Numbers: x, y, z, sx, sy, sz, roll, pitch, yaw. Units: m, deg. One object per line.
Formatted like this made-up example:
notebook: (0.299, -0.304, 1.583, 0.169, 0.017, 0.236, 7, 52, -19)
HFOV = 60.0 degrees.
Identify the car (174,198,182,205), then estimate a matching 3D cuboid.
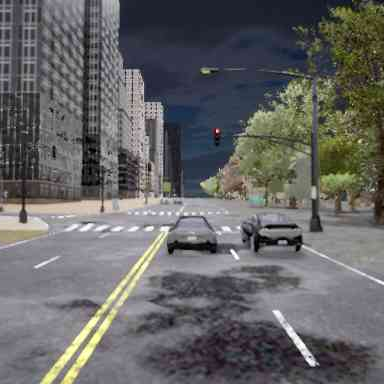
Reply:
car: (-3.260, 2.214, 77.439, 1.882, 1.535, 5.008, 0, -1, 0)

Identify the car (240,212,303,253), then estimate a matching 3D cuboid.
car: (3.248, 1.621, 14.315, 2.128, 1.511, 4.902, 0, -1, 0)

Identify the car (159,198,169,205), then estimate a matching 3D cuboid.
car: (-6.510, 2.261, 77.439, 2.128, 1.511, 4.902, 0, -1, 0)

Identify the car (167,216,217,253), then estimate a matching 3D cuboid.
car: (0.003, 1.702, 14.298, 1.994, 1.385, 4.181, 0, -1, 0)
